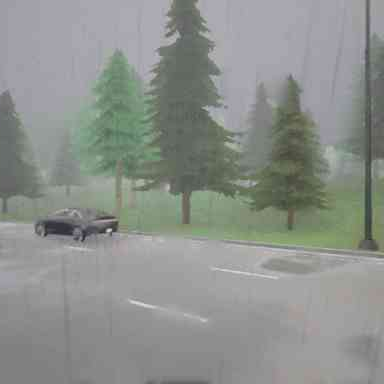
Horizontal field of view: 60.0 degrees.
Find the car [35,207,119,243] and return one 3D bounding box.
[{"bbox_3d":[-5.725,1.517,16.330,4.902,1.511,2.128,0,0,34],"label":"car"}]
